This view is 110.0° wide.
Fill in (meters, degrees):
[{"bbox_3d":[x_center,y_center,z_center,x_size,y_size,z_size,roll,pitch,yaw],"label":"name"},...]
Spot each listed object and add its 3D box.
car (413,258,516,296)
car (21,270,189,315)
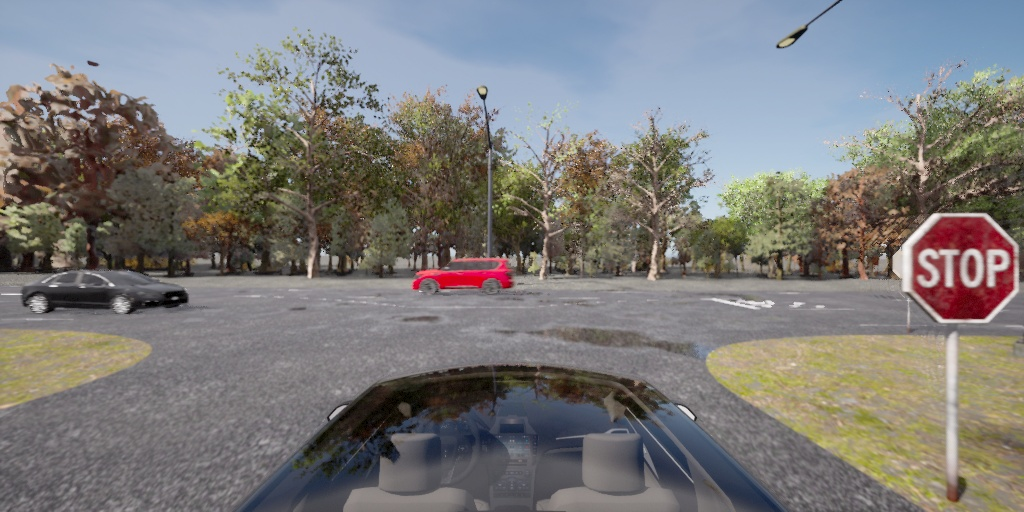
[{"bbox_3d":[-2.589,1.151,19.867,5.566,2.045,2.150,0,0,0],"label":"car"},{"bbox_3d":[-14.602,1.261,13.002,4.892,1.490,1.837,0,0,1],"label":"car"}]
